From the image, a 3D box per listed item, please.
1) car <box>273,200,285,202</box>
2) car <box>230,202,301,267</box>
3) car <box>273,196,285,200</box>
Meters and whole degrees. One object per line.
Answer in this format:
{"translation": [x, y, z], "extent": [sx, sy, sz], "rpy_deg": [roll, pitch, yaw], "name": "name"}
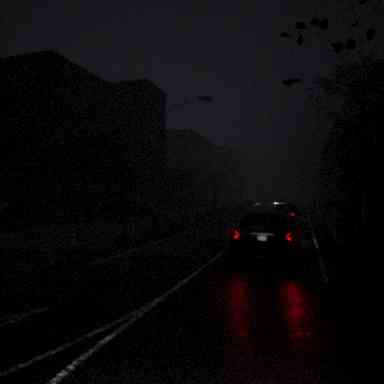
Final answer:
{"translation": [7.180, 1.612, 25.470], "extent": [2.033, 1.411, 5.357], "rpy_deg": [0, 0, 19], "name": "car"}
{"translation": [2.791, 1.427, 12.067], "extent": [2.097, 1.767, 4.553], "rpy_deg": [0, 0, 19], "name": "car"}
{"translation": [17.115, 1.438, 65.099], "extent": [1.994, 1.385, 4.181], "rpy_deg": [0, 0, 22], "name": "car"}
